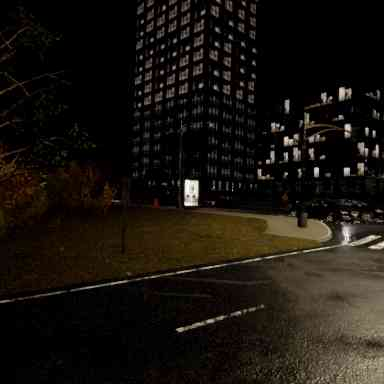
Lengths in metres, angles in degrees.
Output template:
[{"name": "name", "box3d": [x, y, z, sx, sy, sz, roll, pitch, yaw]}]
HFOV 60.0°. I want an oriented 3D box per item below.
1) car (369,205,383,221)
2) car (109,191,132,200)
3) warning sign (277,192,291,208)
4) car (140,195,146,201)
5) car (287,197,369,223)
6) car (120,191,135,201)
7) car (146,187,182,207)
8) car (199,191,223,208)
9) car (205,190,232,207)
[{"name": "car", "box3d": [11.589, 1.256, 24.334, 2.128, 1.511, 4.902, 3, -1, -44]}, {"name": "car", "box3d": [-13.630, 0.643, 63.405, 2.128, 1.511, 4.902, 3, -1, -43]}, {"name": "warning sign", "box3d": [10.967, 0.989, 39.522, 1.300, 1.860, 1.060, 2, -1, -40]}, {"name": "car", "box3d": [-6.879, 0.900, 55.992, 1.994, 1.385, 4.181, 3, -1, -41]}, {"name": "car", "box3d": [8.391, 1.120, 21.556, 1.837, 1.490, 4.892, 4, -1, -30]}, {"name": "car", "box3d": [-11.748, 0.700, 56.582, 2.033, 1.411, 5.357, 3, -1, -42]}, {"name": "car", "box3d": [-2.184, 0.541, 35.466, 2.150, 2.045, 5.566, 3, -1, -40]}, {"name": "car", "box3d": [0.692, 0.939, 37.065, 2.128, 1.511, 4.902, 3, -1, -40]}, {"name": "car", "box3d": [2.410, 0.767, 40.405, 2.150, 2.045, 5.566, 3, -1, -40]}]
